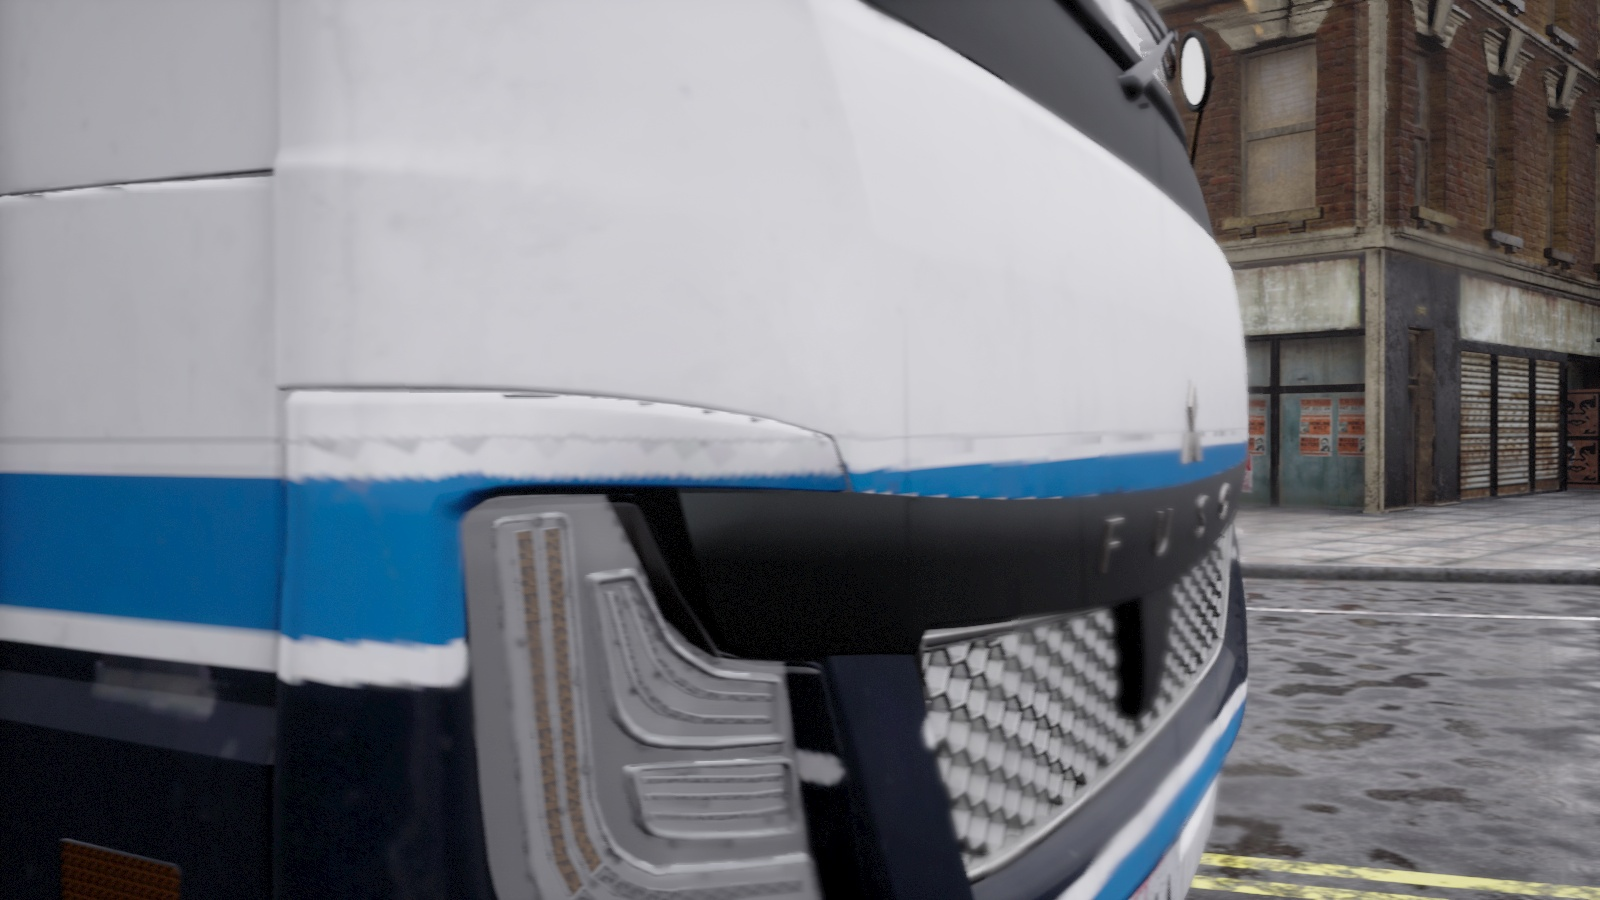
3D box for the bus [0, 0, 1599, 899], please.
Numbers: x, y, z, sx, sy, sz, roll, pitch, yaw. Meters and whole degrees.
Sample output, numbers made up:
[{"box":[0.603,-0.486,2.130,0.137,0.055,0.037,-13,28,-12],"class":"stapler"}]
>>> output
[{"box":[-3.252,-0.628,4.371,10.273,4.253,3.944,1,1,28],"class":"bus"}]
